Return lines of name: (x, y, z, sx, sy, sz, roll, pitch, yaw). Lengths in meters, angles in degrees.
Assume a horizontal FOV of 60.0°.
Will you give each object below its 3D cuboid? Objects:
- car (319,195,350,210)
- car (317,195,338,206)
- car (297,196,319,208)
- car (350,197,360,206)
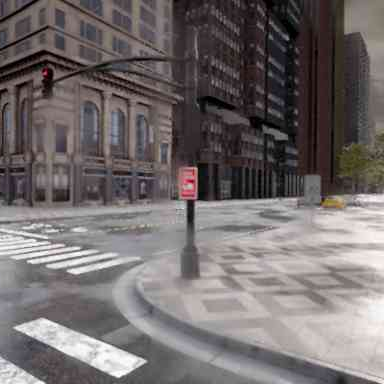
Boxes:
car: (17.593, 1.305, 40.815, 1.882, 1.535, 5.008, 1, 1, 36)
car: (20.970, 1.236, 51.209, 1.882, 1.535, 5.008, 1, 1, 36)
car: (14.991, 1.280, 42.764, 2.128, 1.511, 4.902, 1, 1, 36)
car: (23.645, 1.398, 49.365, 1.895, 1.301, 4.718, 1, 1, 36)
